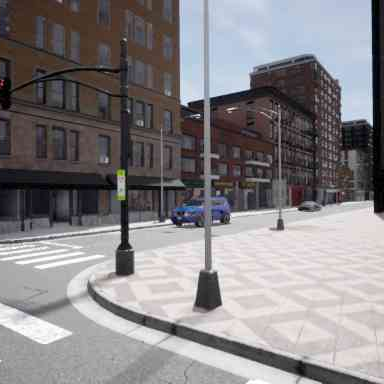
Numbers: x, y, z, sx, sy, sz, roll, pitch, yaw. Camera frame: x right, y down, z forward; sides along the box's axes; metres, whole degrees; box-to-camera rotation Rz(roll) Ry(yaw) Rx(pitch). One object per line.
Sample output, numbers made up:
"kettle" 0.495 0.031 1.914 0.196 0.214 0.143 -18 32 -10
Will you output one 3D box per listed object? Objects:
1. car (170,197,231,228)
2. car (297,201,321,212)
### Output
"car" 0.791 1.426 24.303 2.150 2.045 5.566 -1 -1 36
"car" 16.089 1.962 45.427 2.033 1.411 5.357 -1 -1 36
